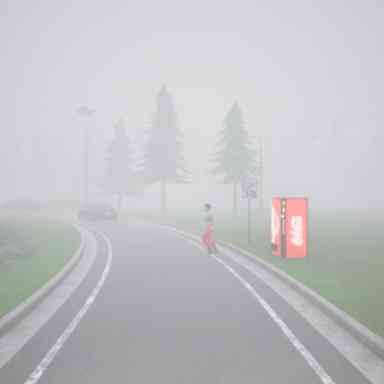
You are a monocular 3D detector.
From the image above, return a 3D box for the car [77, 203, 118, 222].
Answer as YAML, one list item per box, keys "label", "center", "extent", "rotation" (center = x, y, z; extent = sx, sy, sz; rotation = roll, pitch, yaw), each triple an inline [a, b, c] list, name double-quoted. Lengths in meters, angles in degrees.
- label: "car"
  center: [-7.333, 1.501, 25.528]
  extent: [1.994, 1.385, 4.181]
  rotation: [0, 0, -36]

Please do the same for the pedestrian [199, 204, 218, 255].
- label: "pedestrian"
  center: [0.575, 1.264, 11.612]
  extent: [0.375, 1.860, 0.375]
  rotation: [0, 0, -12]

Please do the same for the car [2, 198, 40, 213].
- label: "car"
  center: [-18.696, 1.390, 36.223]
  extent: [5.008, 1.535, 1.882]
  rotation: [-1, 0, 32]

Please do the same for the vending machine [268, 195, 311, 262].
- label: "vending machine"
  center: [3.208, 1.167, 11.023]
  extent: [1.100, 2.100, 0.880]
  rotation: [0, 0, -10]
